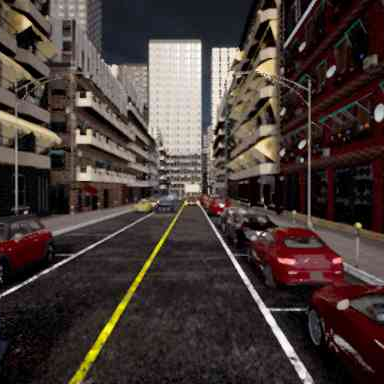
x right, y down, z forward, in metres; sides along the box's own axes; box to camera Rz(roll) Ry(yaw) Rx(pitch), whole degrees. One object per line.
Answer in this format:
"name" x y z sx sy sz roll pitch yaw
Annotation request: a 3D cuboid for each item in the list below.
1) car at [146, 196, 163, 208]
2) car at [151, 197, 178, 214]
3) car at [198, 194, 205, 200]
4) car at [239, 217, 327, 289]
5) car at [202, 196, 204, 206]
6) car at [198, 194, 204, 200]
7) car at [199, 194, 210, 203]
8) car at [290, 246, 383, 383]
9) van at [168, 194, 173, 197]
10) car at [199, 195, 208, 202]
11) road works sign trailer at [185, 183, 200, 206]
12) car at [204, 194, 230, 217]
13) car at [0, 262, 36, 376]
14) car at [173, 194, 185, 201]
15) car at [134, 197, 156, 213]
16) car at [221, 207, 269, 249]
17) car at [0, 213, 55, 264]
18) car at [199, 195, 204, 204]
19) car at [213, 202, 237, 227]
"car" -5.313 1.425 47.752 1.967 1.590 4.097 -1 0 0
"car" -2.834 1.553 35.614 1.994 1.385 4.181 0 0 0
"car" 2.578 1.403 92.163 1.967 1.590 4.097 -1 0 0
"car" 2.559 1.580 8.928 1.802 1.307 4.206 -1 0 0
"car" 2.567 1.512 42.392 1.752 1.417 4.829 -1 0 0
"car" 2.569 1.292 64.417 2.192 1.841 5.009 -1 0 0
"car" 2.571 1.289 69.967 2.192 1.841 5.009 -1 0 0
"car" 2.558 1.581 3.379 1.802 1.307 4.206 -1 0 0
"van" -5.305 1.307 86.596 1.690 1.788 3.998 -1 0 0
"car" 2.574 1.412 75.516 1.967 1.590 4.097 -1 0 0
"road works sign trailer" 0.044 0.447 52.570 2.380 3.560 2.880 0 0 -1
"car" 2.561 1.306 31.124 2.192 1.841 5.009 -1 0 0
"car" -2.849 1.547 1.182 2.033 1.411 5.357 0 0 0
"car" -2.731 1.230 77.144 2.097 1.767 4.553 0 0 0
"car" -5.315 1.514 36.484 1.752 1.417 4.829 -1 0 0
"car" 2.560 1.562 14.477 1.947 1.339 4.313 -1 0 0
"car" -5.323 1.438 8.908 1.967 1.590 4.097 -1 0 0
"car" 2.570 1.564 53.320 1.802 1.307 4.206 -1 0 0
"car" 2.561 1.545 20.026 2.008 1.369 4.403 -1 0 0
